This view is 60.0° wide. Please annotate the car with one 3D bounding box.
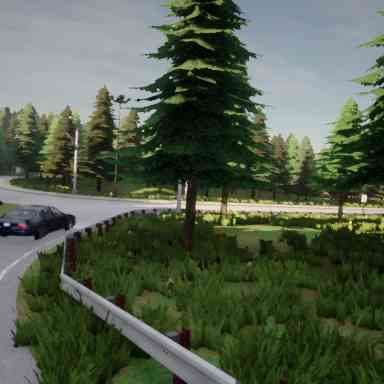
[{"bbox_3d":[-7.533,1.356,16.337,2.033,1.411,5.357,4,1,3],"label":"car"}]
